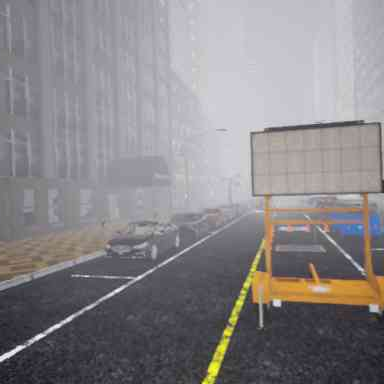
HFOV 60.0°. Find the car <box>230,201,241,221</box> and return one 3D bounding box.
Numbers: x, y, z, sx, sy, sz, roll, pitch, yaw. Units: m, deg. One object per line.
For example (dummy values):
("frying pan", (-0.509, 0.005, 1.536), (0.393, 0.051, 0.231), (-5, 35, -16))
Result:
("car", (2.759, 1.774, 29.351), (2.008, 1.369, 4.403), (-2, -1, 15))

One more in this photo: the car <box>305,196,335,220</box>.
("car", (10.830, 1.275, 27.145), (2.192, 1.841, 5.009), (-2, -1, 15))

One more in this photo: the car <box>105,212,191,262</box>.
("car", (-1.739, 1.738, 12.904), (2.008, 1.369, 4.403), (-2, -1, 15))

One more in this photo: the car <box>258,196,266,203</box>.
("car", (17.711, 1.866, 84.010), (1.752, 1.417, 4.829), (-2, -1, 15))

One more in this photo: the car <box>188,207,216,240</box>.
("car", (-0.239, 1.765, 18.386), (1.947, 1.339, 4.313), (-2, -1, 15))

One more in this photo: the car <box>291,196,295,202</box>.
("car", (24.327, 1.382, 76.485), (2.192, 1.841, 5.009), (-2, -1, 15))

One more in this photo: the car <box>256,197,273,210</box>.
("car", (10.202, 1.531, 46.619), (2.097, 1.767, 4.553), (-2, 0, 16))

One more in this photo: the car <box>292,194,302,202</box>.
("car", (25.827, 1.393, 81.967), (2.192, 1.841, 5.009), (-2, -1, 15))

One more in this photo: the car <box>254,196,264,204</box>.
("car", (14.753, 1.758, 73.210), (1.967, 1.590, 4.097), (-2, -1, 15))

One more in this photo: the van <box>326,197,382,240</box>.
("van", (7.832, 1.277, 16.180), (1.690, 1.788, 3.998), (-2, -1, 15))

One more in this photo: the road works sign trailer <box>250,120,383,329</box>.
("road works sign trailer", (2.436, 0.461, 6.639), (2.380, 3.560, 2.880), (-2, -1, 15))

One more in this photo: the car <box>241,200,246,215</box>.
("car", (4.261, 1.817, 34.833), (1.802, 1.307, 4.206), (-2, -1, 15))

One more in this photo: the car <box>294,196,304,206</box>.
("car", (18.338, 1.570, 54.552), (2.008, 1.369, 4.403), (-2, -1, 15))

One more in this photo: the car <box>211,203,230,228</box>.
("car", (1.260, 1.756, 23.869), (1.887, 1.381, 4.507), (-2, -1, 15))

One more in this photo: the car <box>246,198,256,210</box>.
("car", (7.259, 1.810, 45.798), (2.008, 1.369, 4.403), (-2, -1, 15))

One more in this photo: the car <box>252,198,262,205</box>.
("car", (13.258, 1.888, 67.726), (1.802, 1.307, 4.206), (-2, -1, 15))

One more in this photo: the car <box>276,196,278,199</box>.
("car", (20.639, 1.384, 84.541), (2.150, 2.045, 5.566), (-2, -1, 15))

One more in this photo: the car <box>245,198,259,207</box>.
("car", (10.258, 1.834, 56.762), (2.008, 1.369, 4.403), (-2, -1, 15))
